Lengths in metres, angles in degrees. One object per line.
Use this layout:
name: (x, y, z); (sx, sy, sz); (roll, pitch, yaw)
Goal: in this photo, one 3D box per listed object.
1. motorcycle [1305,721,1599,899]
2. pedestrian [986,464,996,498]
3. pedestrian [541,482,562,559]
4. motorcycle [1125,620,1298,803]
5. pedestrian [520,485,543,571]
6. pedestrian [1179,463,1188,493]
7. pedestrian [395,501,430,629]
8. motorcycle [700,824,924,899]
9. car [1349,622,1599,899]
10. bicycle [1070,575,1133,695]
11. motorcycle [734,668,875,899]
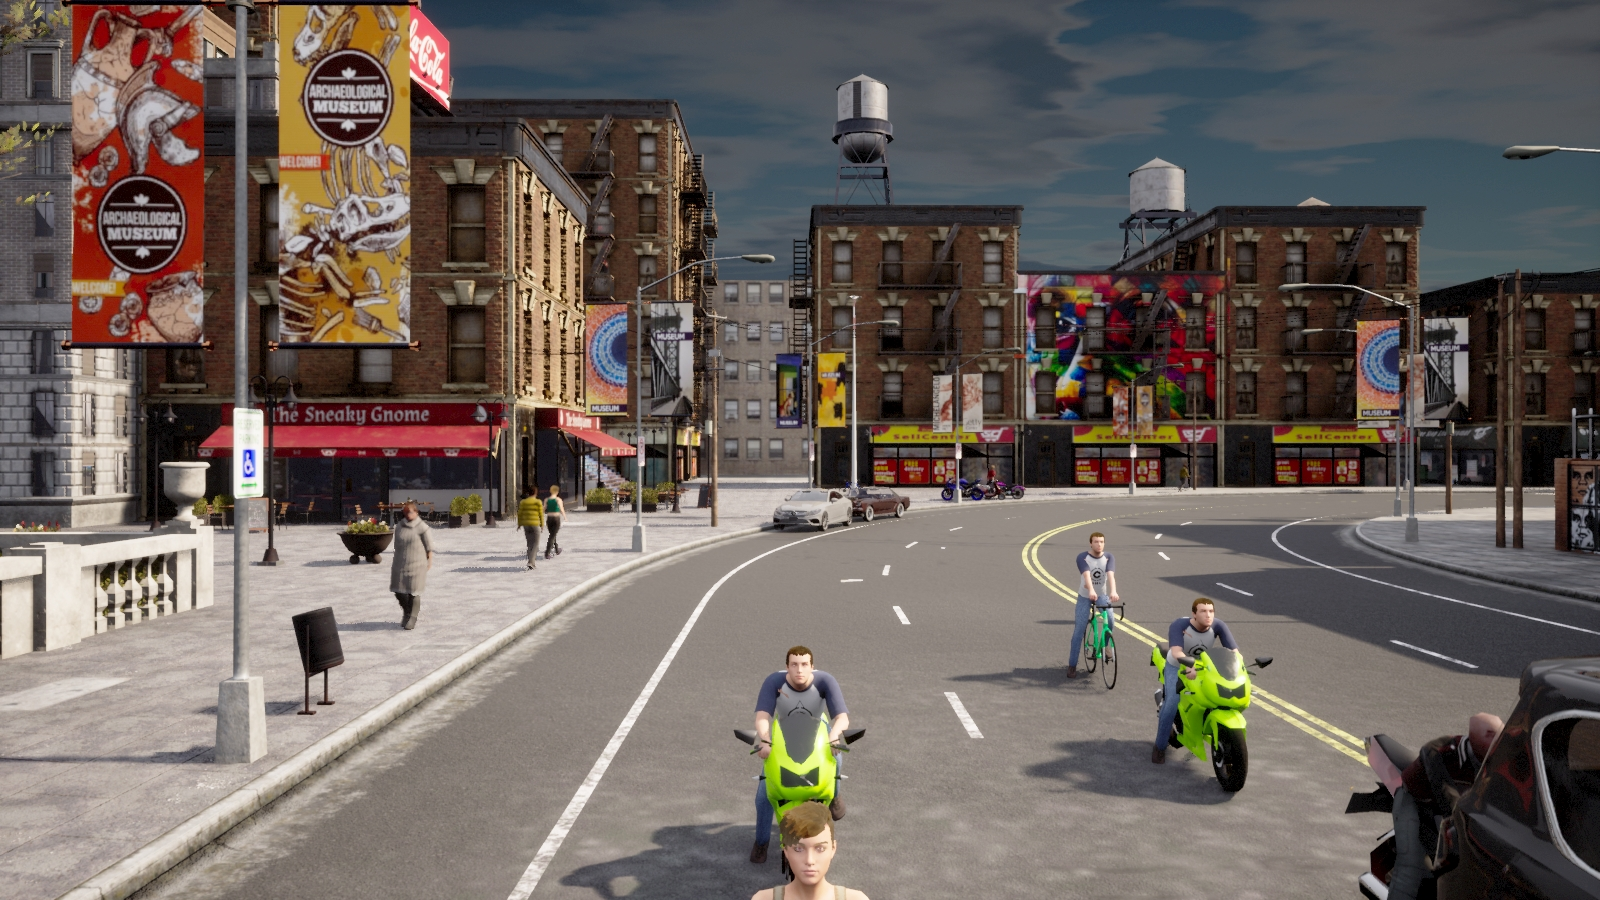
motorcycle: (3.503, 2.240, 5.848); (0.867, 1.251, 2.209); (1, -2, 0)
pedestrian: (10.709, 1.723, 63.981); (0.375, 1.860, 0.375); (0, 0, -34)
pedestrian: (-6.032, 1.709, 27.761); (0.375, 1.860, 0.375); (0, 0, 14)
motorcycle: (3.536, 2.217, 10.038); (0.803, 1.145, 2.033); (0, 0, 0)
pedestrian: (-5.915, 1.706, 25.164); (0.375, 1.860, 0.375); (0, 0, 10)
pedestrian: (23.872, 1.723, 71.113); (0.375, 1.860, 0.375); (0, 0, -18)
pedestrian: (-5.770, 1.703, 17.037); (0.375, 1.860, 0.375); (0, 0, 5)
motorcycle: (0.039, 2.172, 3.492); (0.764, 1.277, 2.356); (0, 0, 0)
car: (3.469, 1.780, 2.202); (2.150, 2.045, 5.566); (0, 0, 0)
bicycle: (3.650, 2.212, 13.929); (0.373, 1.196, 1.643); (0, 0, 1)
motorcycle: (0.030, 2.215, 7.575); (0.803, 1.145, 2.033); (0, 0, 0)
